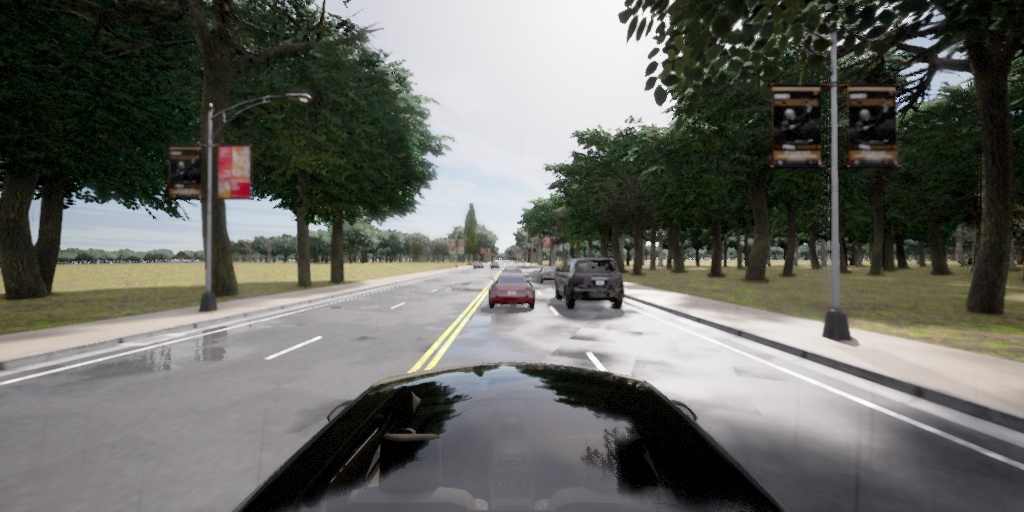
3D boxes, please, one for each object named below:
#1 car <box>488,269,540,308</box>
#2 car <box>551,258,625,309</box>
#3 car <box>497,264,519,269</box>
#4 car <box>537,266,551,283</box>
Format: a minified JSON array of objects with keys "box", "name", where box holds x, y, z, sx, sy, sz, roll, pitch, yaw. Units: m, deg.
[{"box":[-0.008,1.448,16.131,1.994,1.385,4.181,0,0,0],"name":"car"},{"box":[3.239,1.098,15.886,2.150,2.045,5.566,0,0,0],"name":"car"},{"box":[-0.042,1.587,31.178,1.994,1.385,4.181,0,0,0],"name":"car"},{"box":[3.203,1.567,30.853,2.033,1.411,5.357,0,0,0],"name":"car"}]
